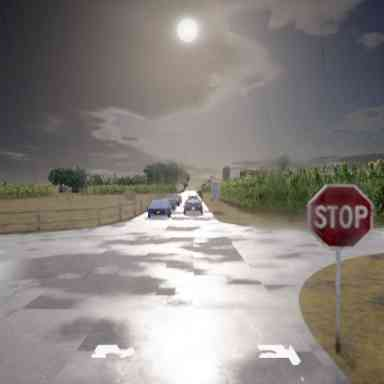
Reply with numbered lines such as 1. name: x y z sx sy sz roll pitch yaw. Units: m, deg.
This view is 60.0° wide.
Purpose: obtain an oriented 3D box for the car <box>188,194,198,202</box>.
1. car: 0.174 1.146 62.471 1.895 1.301 4.718 0 1 0

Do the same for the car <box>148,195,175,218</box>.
1. car: -2.769 1.345 29.113 1.882 1.535 5.008 0 0 -2

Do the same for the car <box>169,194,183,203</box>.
1. car: -2.726 1.093 57.678 2.128 1.511 4.902 0 1 1

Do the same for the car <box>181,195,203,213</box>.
1. car: 0.137 1.355 33.888 1.812 1.442 4.674 0 0 0

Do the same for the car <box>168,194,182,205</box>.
1. car: -2.780 1.064 47.410 2.097 1.767 4.553 0 1 0

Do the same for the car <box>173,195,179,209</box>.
1. car: -2.802 1.394 38.426 1.895 1.301 4.718 0 0 0
